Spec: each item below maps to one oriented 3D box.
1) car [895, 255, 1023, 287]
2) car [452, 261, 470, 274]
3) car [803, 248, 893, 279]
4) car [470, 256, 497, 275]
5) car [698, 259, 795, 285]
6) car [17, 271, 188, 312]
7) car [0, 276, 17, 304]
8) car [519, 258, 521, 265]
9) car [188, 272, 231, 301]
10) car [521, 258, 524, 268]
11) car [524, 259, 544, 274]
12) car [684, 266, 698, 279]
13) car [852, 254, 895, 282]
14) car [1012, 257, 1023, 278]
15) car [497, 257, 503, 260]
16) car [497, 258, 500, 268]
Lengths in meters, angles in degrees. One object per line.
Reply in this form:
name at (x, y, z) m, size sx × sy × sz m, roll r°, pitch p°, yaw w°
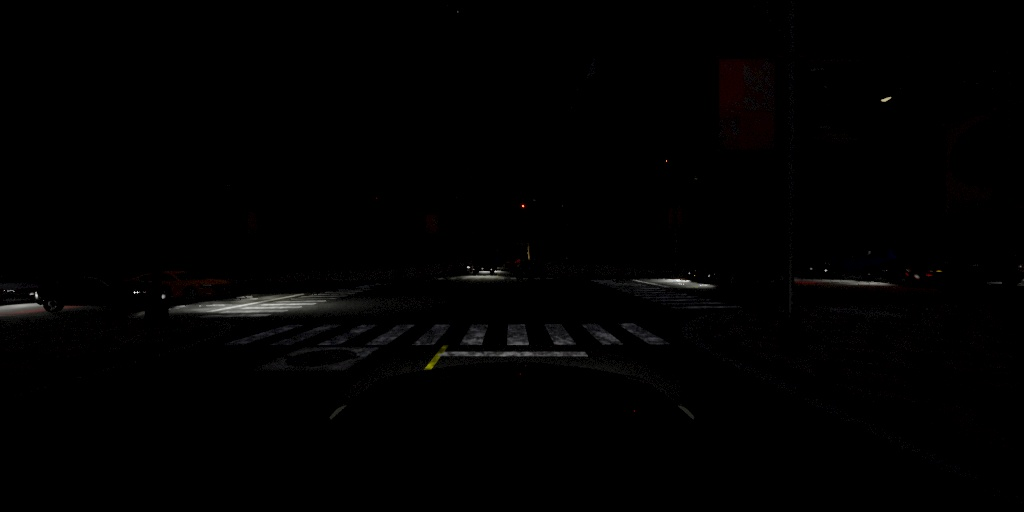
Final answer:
car at (23.651, 0.834, 18.925) m, size 4.674 × 1.442 × 1.812 m, roll -1°, pitch 0°, yaw 0°
car at (-5.787, 1.305, 41.053) m, size 2.007 × 1.370 × 4.403 m, roll 0°, pitch 0°, yaw 0°
car at (24.137, 0.510, 25.636) m, size 5.566 × 2.045 × 2.150 m, roll -1°, pitch 0°, yaw 0°
car at (-3.121, 0.976, 40.441) m, size 2.150 × 2.045 × 5.566 m, roll 0°, pitch 0°, yaw 0°
car at (14.734, 0.965, 22.351) m, size 4.892 × 1.490 × 1.837 m, roll -1°, pitch 0°, yaw 2°
car at (-17.625, 1.546, 15.634) m, size 4.902 × 1.511 × 2.128 m, roll -1°, pitch 0°, yaw 2°
car at (-27.622, 1.763, 18.861) m, size 4.674 × 1.442 × 1.812 m, roll -1°, pitch 0°, yaw 0°
car at (2.661, 1.311, 57.422) m, size 2.007 × 1.370 × 4.403 m, roll 0°, pitch 0°, yaw 0°
car at (-17.647, 1.528, 18.878) m, size 5.008 × 1.535 × 1.882 m, roll -1°, pitch 0°, yaw 2°
car at (2.686, 1.303, 51.978) m, size 1.888 × 1.381 × 4.507 m, roll 0°, pitch 0°, yaw 0°
car at (2.738, 1.305, 41.089) m, size 2.007 × 1.370 × 4.403 m, roll 0°, pitch 0°, yaw 0°
car at (14.661, 1.020, 25.621) m, size 4.181 × 1.385 × 1.994 m, roll -1°, pitch 0°, yaw 0°
car at (24.617, 0.812, 22.389) m, size 4.674 × 1.442 × 1.812 m, roll -1°, pitch 0°, yaw 0°
car at (34.924, 0.710, 22.394) m, size 4.718 × 1.301 × 1.895 m, roll -1°, pitch 0°, yaw 0°
car at (-3.199, 1.311, 63.525) m, size 2.033 × 1.411 × 5.357 m, roll 0°, pitch 0°, yaw 0°
car at (-3.169, 1.322, 50.480) m, size 1.994 × 1.385 × 4.181 m, roll 0°, pitch 0°, yaw -1°
